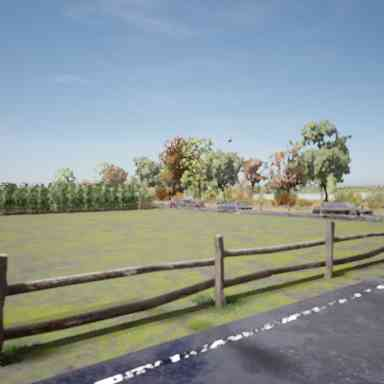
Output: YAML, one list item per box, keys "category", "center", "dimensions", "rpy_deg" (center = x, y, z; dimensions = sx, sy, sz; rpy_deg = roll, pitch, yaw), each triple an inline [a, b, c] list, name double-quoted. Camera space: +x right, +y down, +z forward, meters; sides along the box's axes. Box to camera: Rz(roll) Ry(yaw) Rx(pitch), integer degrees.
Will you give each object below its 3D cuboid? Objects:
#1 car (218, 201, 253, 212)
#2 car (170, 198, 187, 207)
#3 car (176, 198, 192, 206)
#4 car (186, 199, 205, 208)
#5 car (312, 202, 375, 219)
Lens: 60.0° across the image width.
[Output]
- category: "car"
  center: [5.574, 1.866, 43.264]
  dimensions: [2.033, 1.411, 5.357]
  rpy_deg: [-1, 0, -33]
- category: "car"
  center: [-2.719, 1.902, 61.337]
  dimensions: [2.097, 1.767, 4.553]
  rpy_deg: [-1, 0, -15]
- category: "car"
  center: [-1.663, 2.067, 68.854]
  dimensions: [2.128, 1.511, 4.902]
  rpy_deg: [-1, 0, -15]
- category: "car"
  center: [0.960, 2.005, 59.566]
  dimensions: [1.812, 1.442, 4.674]
  rpy_deg: [-1, 0, -17]
- category: "car"
  center: [13.915, 1.663, 31.011]
  dimensions: [2.033, 1.411, 5.357]
  rpy_deg: [-1, 0, -35]
